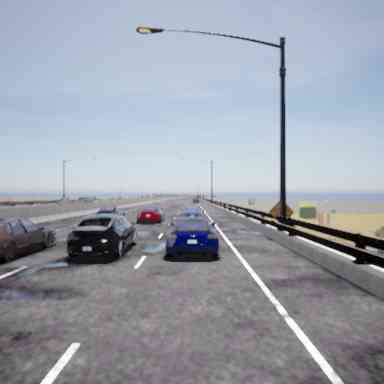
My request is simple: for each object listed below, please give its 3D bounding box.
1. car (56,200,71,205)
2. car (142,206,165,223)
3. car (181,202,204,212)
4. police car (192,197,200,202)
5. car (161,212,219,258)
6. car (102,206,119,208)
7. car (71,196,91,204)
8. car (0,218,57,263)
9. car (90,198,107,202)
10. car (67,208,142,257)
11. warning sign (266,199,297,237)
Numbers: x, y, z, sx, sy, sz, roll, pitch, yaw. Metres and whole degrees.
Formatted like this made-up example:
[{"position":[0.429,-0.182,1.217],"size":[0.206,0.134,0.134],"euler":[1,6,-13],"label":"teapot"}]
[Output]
[{"position":[-24.459,2.221,64.497],"size":[2.033,1.411,5.357],"euler":[0,-1,0],"label":"car"},{"position":[-3.464,1.864,28.356],"size":[1.994,1.385,4.181],"euler":[0,-1,1],"label":"car"},{"position":[0.026,1.838,27.491],"size":[2.033,1.411,5.357],"euler":[0,-1,0],"label":"car"},{"position":[1.108,2.393,92.132],"size":[1.930,1.638,5.238],"euler":[0,-1,0],"label":"police car"},{"position":[0.029,1.708,13.501],"size":[1.994,1.385,4.181],"euler":[0,-1,1],"label":"car"},{"position":[-6.957,1.866,28.529],"size":[1.994,1.385,4.181],"euler":[0,-1,0],"label":"car"},{"position":[-20.961,1.903,64.544],"size":[2.150,2.045,5.566],"euler":[0,0,0],"label":"car"},{"position":[-6.984,1.681,12.505],"size":[2.033,1.411,5.357],"euler":[0,-1,0],"label":"car"},{"position":[-17.463,2.226,64.723],"size":[2.033,1.411,5.357],"euler":[0,-1,0],"label":"car"},{"position":[-3.471,1.651,13.492],"size":[1.837,1.490,4.892],"euler":[0,0,1],"label":"car"},{"position":[4.565,1.296,17.021],"size":[1.300,1.860,1.060],"euler":[0,0,0],"label":"warning sign"}]
